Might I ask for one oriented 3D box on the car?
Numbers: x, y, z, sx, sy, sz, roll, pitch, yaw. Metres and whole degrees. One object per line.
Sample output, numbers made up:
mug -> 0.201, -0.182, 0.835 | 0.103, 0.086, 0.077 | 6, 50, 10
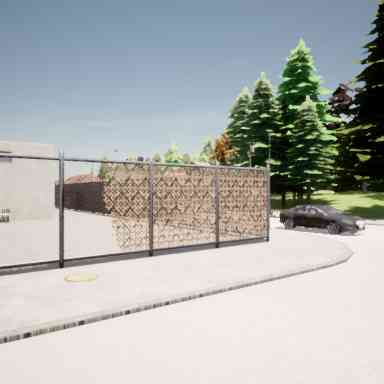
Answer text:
car -> 7.214, 1.491, 18.871 | 2.128, 1.511, 4.902 | 0, 0, -34
